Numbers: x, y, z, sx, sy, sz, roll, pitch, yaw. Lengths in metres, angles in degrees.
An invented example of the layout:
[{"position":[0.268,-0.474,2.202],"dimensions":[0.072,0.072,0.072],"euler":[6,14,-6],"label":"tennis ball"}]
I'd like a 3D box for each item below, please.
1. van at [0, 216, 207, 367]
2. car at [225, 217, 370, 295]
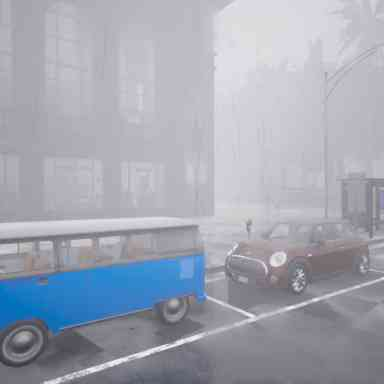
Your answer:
[{"position":[-1.650,1.341,5.473],"dimensions":[3.998,1.788,1.690],"euler":[0,0,-35],"label":"van"},{"position":[2.773,1.439,8.617],"dimensions":[4.097,1.590,1.967],"euler":[0,0,-35],"label":"car"}]
